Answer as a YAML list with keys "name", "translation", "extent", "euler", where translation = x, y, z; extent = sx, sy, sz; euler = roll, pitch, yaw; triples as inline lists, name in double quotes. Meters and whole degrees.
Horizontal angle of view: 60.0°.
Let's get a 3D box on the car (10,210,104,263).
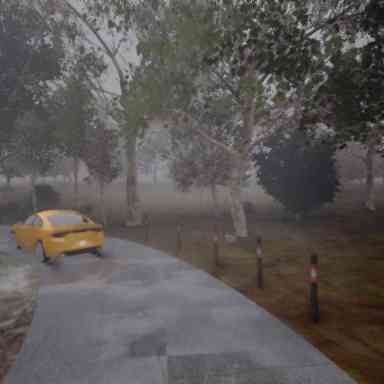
- name: "car"
  translation: [-5.002, 1.394, 12.018]
  extent: [1.882, 1.535, 5.008]
  euler: [-4, 3, -42]
